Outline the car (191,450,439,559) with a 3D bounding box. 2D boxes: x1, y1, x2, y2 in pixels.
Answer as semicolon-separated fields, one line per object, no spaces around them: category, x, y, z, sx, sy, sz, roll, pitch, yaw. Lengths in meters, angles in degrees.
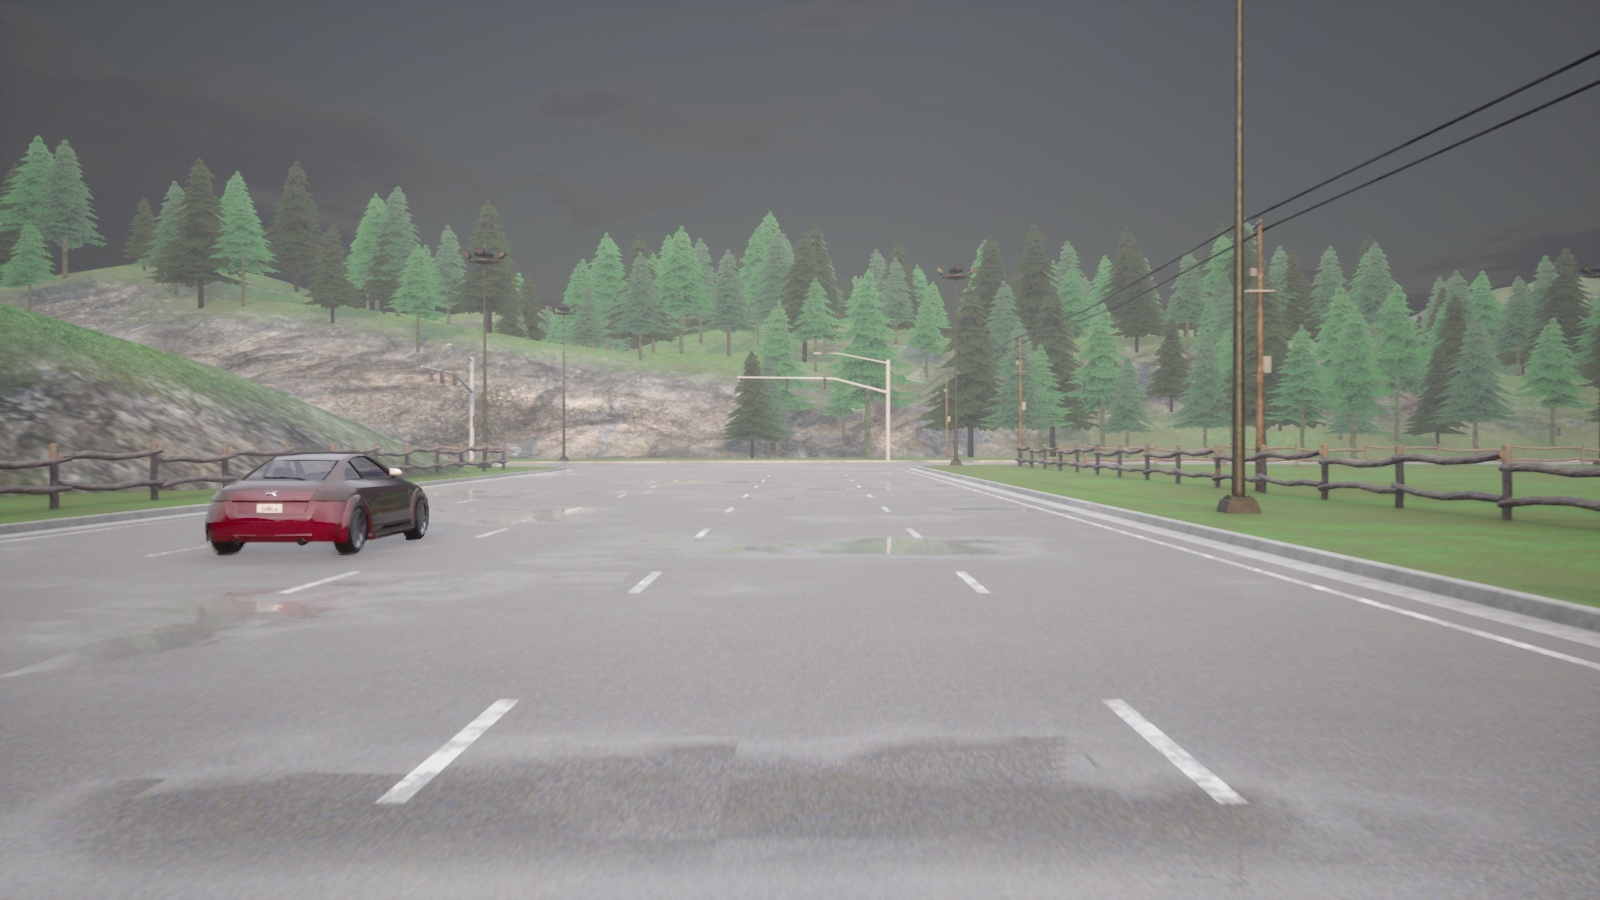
car;-6.881;0.705;18.349;1.994;1.385;4.181;0;0;0
